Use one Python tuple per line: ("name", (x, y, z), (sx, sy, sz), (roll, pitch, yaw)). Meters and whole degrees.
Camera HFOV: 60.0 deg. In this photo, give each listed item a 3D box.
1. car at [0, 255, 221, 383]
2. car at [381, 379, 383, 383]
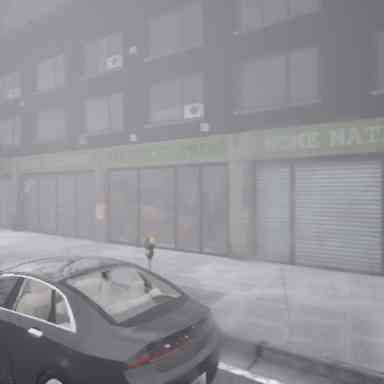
("car", (-1.751, 1.520, 4.285), (4.403, 1.369, 2.008), (0, 0, 34))
("car", (2.814, 1.416, 1.176), (4.097, 1.590, 1.967), (0, 0, 34))
